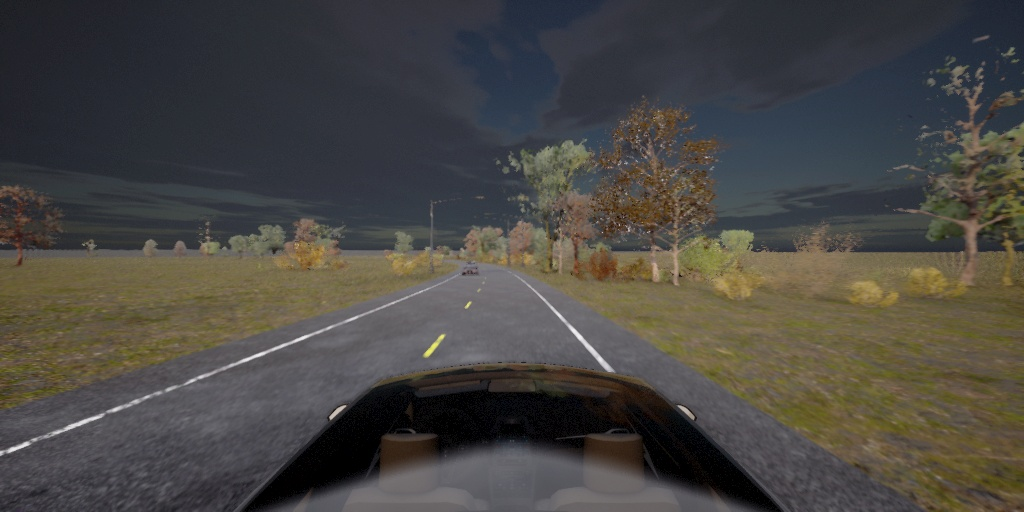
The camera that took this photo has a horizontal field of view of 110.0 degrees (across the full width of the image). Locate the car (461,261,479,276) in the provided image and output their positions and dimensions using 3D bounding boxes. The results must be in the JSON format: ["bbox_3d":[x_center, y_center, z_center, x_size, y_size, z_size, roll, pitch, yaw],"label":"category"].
[{"bbox_3d":[-4.940,1.677,42.869,1.994,1.385,4.181,0,-1,-3],"label":"car"}]
